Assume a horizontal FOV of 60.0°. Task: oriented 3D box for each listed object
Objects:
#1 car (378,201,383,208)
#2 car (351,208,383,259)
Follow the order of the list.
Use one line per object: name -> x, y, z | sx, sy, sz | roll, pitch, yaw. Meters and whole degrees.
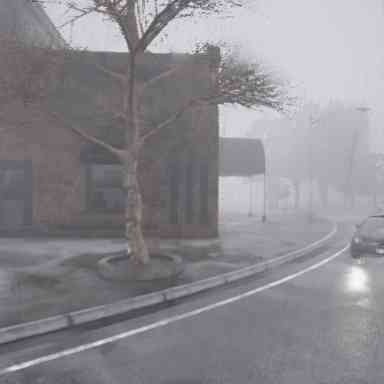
car -> 17.588, 1.353, 28.078 | 2.150, 2.045, 5.566 | 0, -1, 13
car -> 7.076, 1.541, 12.061 | 1.812, 1.442, 4.674 | 0, 0, 34
